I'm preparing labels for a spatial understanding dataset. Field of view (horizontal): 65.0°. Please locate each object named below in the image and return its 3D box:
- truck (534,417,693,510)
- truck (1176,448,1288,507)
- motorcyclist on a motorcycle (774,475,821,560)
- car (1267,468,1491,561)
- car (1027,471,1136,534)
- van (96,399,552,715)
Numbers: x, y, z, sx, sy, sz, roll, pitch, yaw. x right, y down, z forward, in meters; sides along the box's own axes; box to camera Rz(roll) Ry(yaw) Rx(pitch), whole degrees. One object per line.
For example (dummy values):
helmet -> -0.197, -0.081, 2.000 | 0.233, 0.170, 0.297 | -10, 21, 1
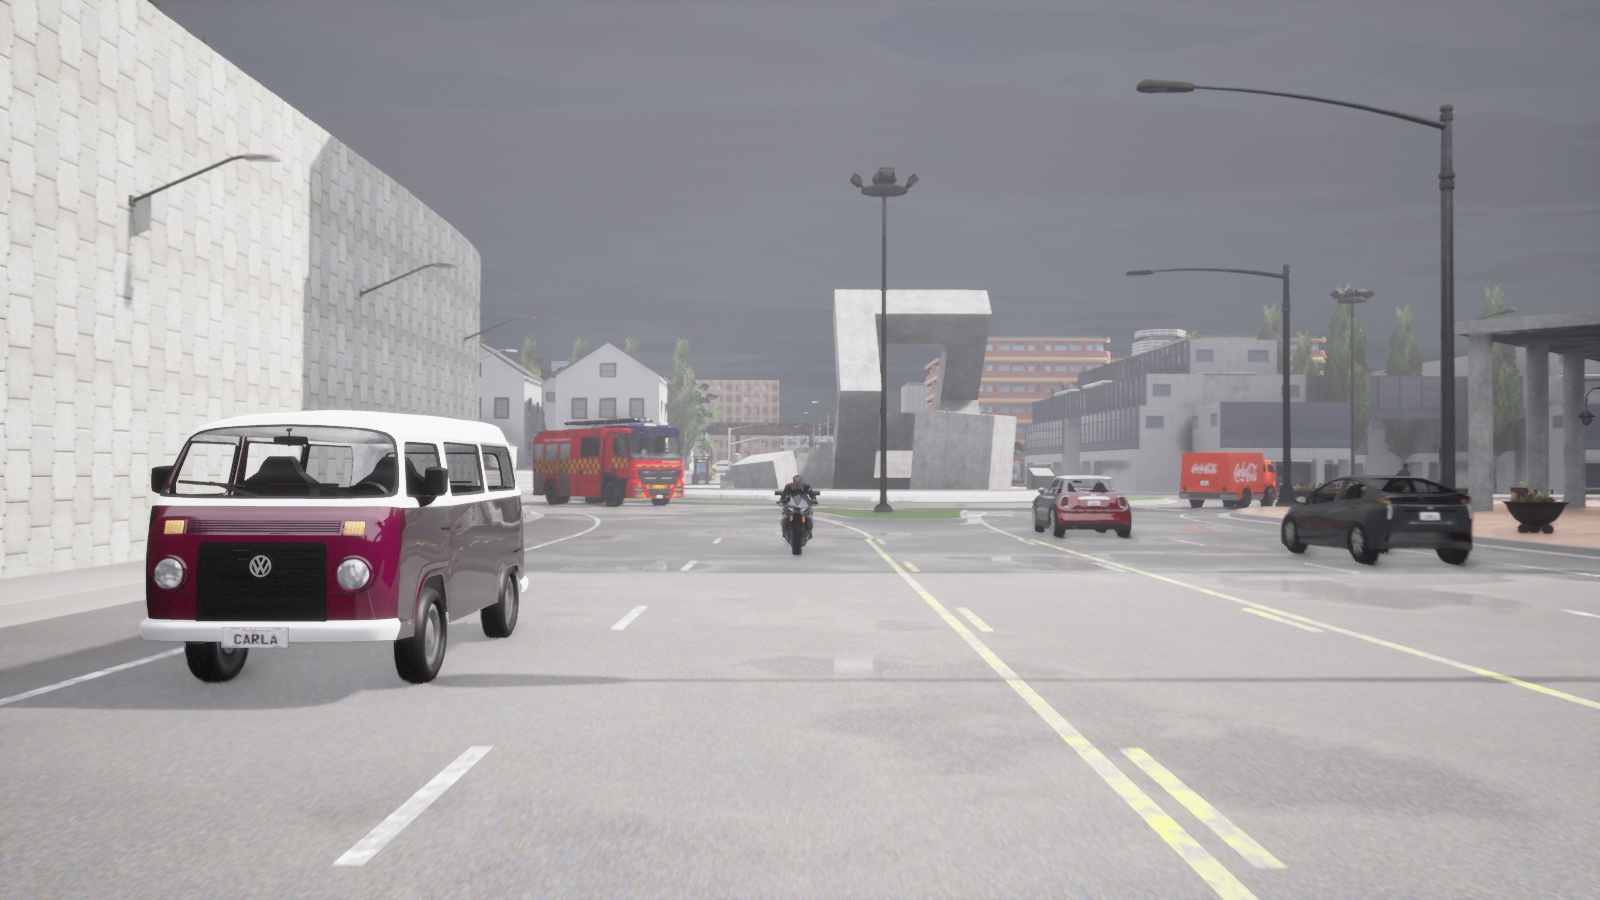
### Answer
truck -> -8.469, 0.622, 56.051 | 2.891, 3.827, 8.468 | 1, -1, -41
truck -> 19.132, 1.180, 55.462 | 5.204, 2.467, 2.627 | 1, -1, -44
motorcyclist on a motorcycle -> -0.043, 1.251, 23.970 | 0.866, 1.530, 2.191 | 0, -1, 0
car -> 10.444, 1.106, 23.097 | 2.007, 1.525, 4.514 | 0, -1, 0
car -> 7.005, 1.282, 31.630 | 1.970, 1.475, 3.806 | 0, -1, 1
van -> -3.526, 0.726, 10.384 | 2.069, 2.038, 4.480 | 0, -1, 0
